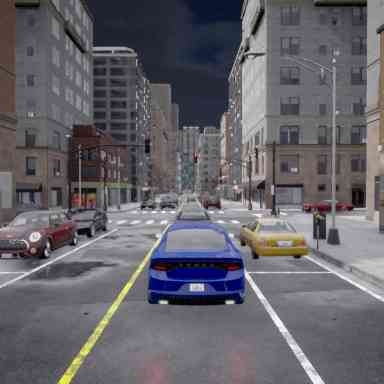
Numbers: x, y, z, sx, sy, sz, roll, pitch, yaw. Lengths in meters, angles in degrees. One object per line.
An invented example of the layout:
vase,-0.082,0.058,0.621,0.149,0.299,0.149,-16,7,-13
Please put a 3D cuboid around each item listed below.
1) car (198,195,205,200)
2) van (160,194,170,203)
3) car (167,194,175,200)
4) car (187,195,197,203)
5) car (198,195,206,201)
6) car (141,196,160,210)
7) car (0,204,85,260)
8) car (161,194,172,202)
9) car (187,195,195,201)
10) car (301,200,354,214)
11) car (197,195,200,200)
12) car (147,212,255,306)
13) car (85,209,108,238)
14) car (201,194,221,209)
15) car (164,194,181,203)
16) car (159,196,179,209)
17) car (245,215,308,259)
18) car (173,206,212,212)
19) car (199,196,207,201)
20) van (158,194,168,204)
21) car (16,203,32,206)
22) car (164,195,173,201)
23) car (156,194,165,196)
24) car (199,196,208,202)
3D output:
car,2.657,1.621,94.890,2.008,1.369,4.403,-1,0,0
van,-5.835,1.400,72.529,1.690,1.788,3.998,-1,0,0
car,-5.882,1.510,94.871,1.967,1.590,4.097,-1,0,0
car,-0.159,1.577,74.045,2.128,1.511,4.902,0,0,0
car,2.668,1.633,89.304,1.947,1.339,4.313,-1,0,0
car,-5.773,1.600,44.599,1.947,1.339,4.313,-1,0,0
car,-5.704,1.441,12.230,1.967,1.590,4.097,-1,0,0
car,-5.847,1.377,78.115,2.192,1.841,5.009,-1,0,0
car,-0.182,1.534,84.497,1.895,1.301,4.718,0,0,0
car,13.289,1.457,32.882,4.718,1.301,1.895,-1,1,-1
car,2.707,1.370,66.961,2.192,1.841,5.009,-1,0,0
car,0.079,1.478,8.152,1.882,1.535,5.008,0,0,0
car,-5.715,1.570,17.726,1.947,1.339,4.313,-1,0,0
car,2.750,1.349,44.617,2.192,1.841,5.009,-1,0,0
car,-3.206,1.549,55.673,1.837,1.490,4.892,0,0,0
car,-3.193,1.582,45.347,2.033,1.411,5.357,0,0,0
car,2.821,1.527,12.419,1.752,1.417,4.829,-1,0,0
car,0.063,1.605,17.515,1.895,1.301,4.718,0,0,0
car,2.678,1.631,83.718,1.947,1.339,4.313,-1,0,0
van,-5.823,1.396,66.943,1.690,1.788,3.998,-1,0,0
car,-14.355,1.718,29.401,4.181,1.385,1.994,-1,1,3
car,-5.858,1.505,83.700,1.967,1.590,4.097,-1,0,0
car,-5.797,1.571,55.601,1.752,1.417,4.829,-1,0,0
car,2.688,1.587,78.303,1.752,1.417,4.829,-1,0,0
